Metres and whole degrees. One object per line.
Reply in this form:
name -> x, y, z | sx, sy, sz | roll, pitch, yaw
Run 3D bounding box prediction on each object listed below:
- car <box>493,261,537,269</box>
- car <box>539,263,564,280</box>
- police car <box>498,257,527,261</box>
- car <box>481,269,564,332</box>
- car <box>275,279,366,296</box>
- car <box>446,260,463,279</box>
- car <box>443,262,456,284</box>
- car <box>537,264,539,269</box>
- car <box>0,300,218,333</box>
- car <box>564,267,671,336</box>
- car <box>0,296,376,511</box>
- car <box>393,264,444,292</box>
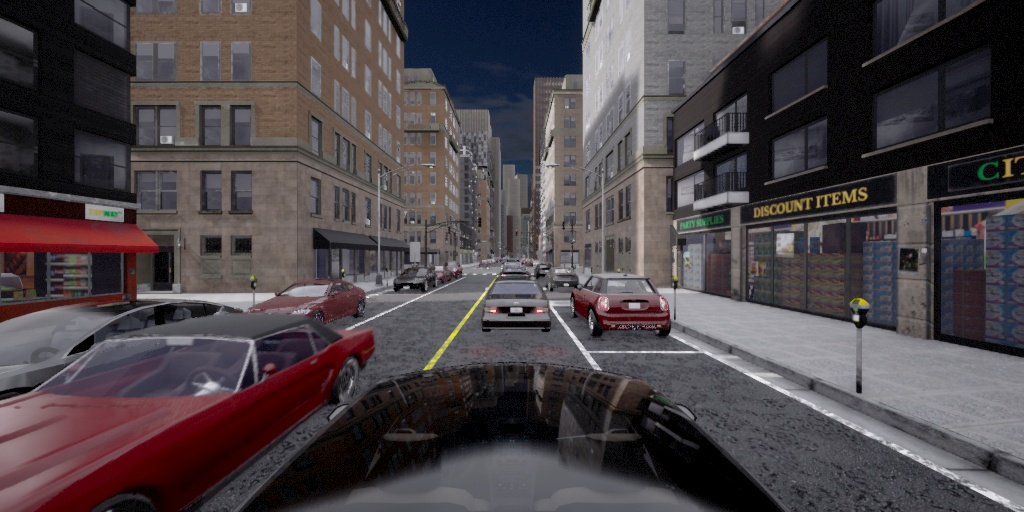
car -> 0.149, 1.242, 21.334 | 2.128, 1.511, 4.902 | 0, 0, 0
car -> 2.907, 1.301, 21.340 | 2.007, 1.370, 4.403 | 0, 0, 0
police car -> 0.076, 1.177, 31.353 | 1.930, 1.638, 5.238 | 0, 0, 0
car -> 0.119, 1.297, 10.811 | 2.033, 1.411, 5.357 | 0, 0, 0
car -> -5.648, 1.331, 10.361 | 1.802, 1.307, 4.207 | 0, 0, 0
car -> -5.588, 1.192, 32.366 | 1.967, 1.591, 4.097 | 0, 0, 0
car -> -5.604, 1.333, 26.864 | 1.802, 1.307, 4.207 | 0, 0, 0
car -> 2.937, 1.318, 32.342 | 1.948, 1.339, 4.313 | 0, 0, 0
car -> -5.663, 1.315, 4.859 | 1.948, 1.339, 4.313 | 0, 0, 0
car -> 2.878, 1.189, 10.337 | 1.967, 1.591, 4.097 | 0, 0, 0
car -> -3.100, 1.351, 3.478 | 1.895, 1.301, 4.718 | 0, 0, 0
car -> -5.618, 1.316, 21.363 | 1.948, 1.339, 4.313 | 0, 0, 0
